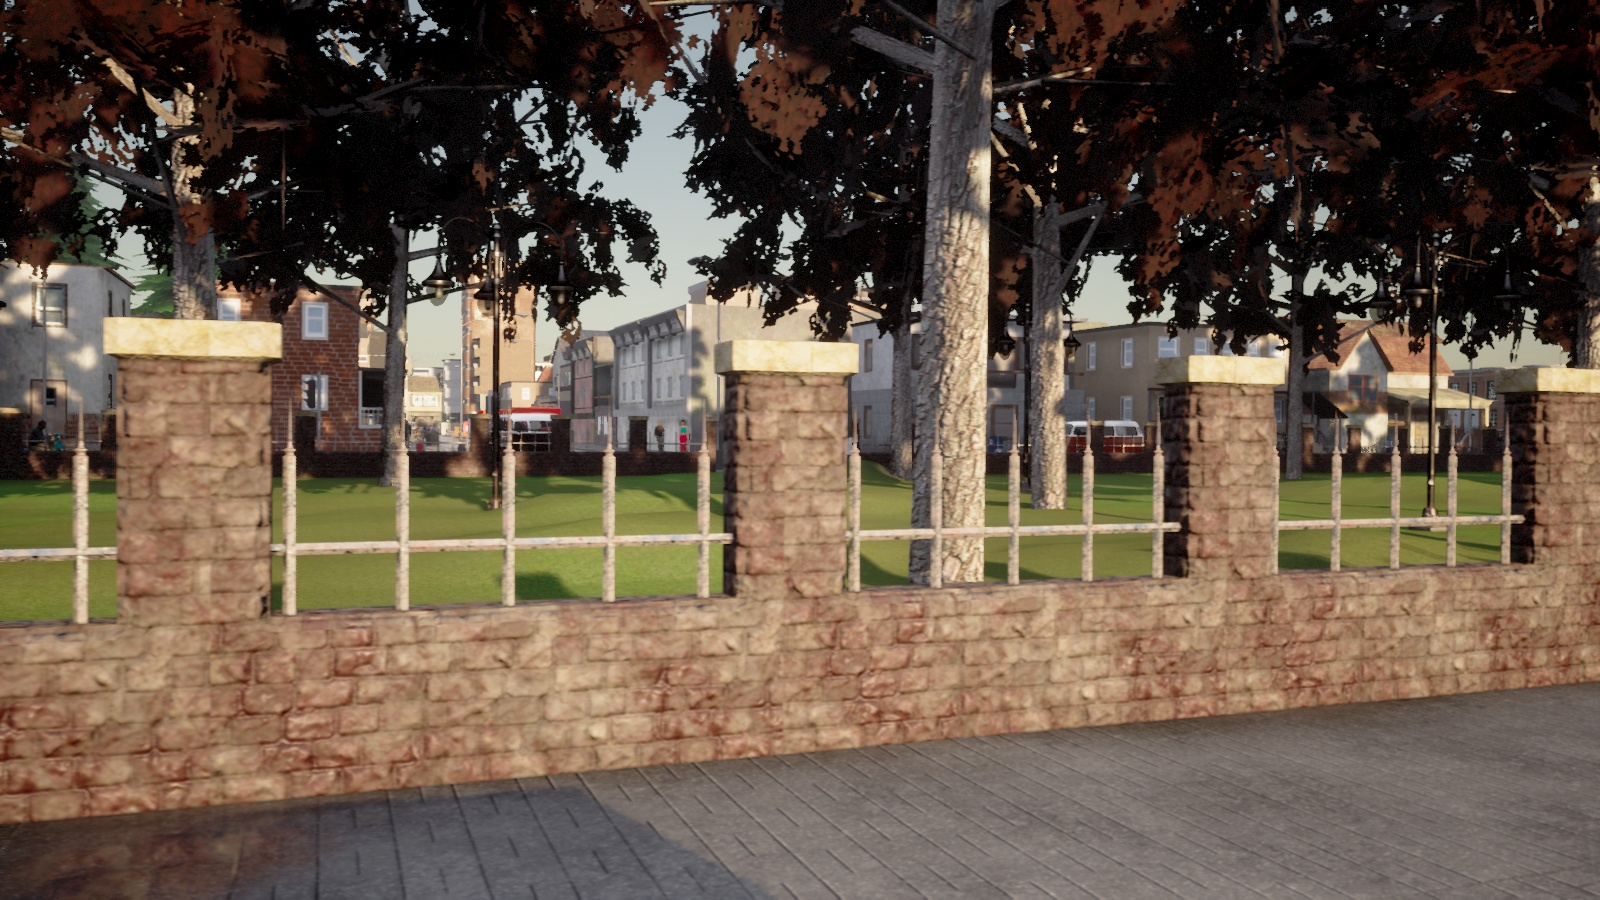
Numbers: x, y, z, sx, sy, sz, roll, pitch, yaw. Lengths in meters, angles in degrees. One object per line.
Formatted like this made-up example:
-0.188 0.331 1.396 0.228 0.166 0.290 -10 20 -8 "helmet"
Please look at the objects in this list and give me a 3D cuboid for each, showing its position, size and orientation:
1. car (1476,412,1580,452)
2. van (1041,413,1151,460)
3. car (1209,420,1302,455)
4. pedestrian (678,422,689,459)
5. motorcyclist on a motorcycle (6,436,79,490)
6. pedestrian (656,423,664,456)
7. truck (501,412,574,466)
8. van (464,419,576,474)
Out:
35.651 -0.887 61.476 4.605 1.855 1.932 -1 1 -21 "car"
13.521 -0.628 57.348 4.480 2.038 2.069 -1 1 -21 "van"
21.974 -0.616 60.562 3.988 1.617 1.851 -1 1 -21 "car"
-5.747 -0.472 61.816 0.345 1.836 0.594 -1 1 11 "pedestrian"
-23.485 0.387 38.967 1.817 1.590 0.866 -1 1 -22 "motorcyclist on a motorcycle"
-7.958 -0.606 71.353 0.431 1.840 0.703 -1 1 -10 "pedestrian"
-12.704 -0.558 60.588 2.627 2.467 5.204 -1 1 -21 "truck"
-10.924 -0.181 49.320 2.069 2.038 4.480 1 2 23 "van"
